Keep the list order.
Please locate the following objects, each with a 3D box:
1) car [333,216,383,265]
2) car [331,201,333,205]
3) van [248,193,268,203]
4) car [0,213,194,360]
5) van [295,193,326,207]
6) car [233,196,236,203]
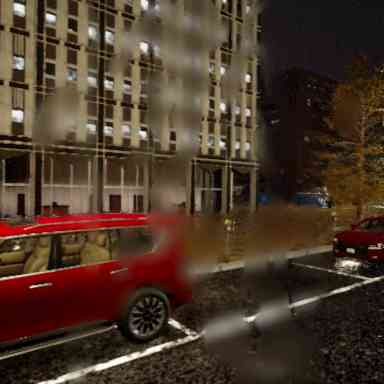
[{"bbox_3d":[6.573,1.492,11.233,4.507,1.381,1.887,0,1,-35],"label":"car"},{"bbox_3d":[21.923,1.365,47.474,1.947,1.339,4.313,1,-1,-36],"label":"car"},{"bbox_3d":[12.086,1.094,61.207,1.690,1.788,3.998,1,-1,-36],"label":"van"},{"bbox_3d":[-2.291,1.311,4.903,5.009,1.841,2.192,0,1,-35],"label":"car"},{"bbox_3d":[15.116,1.023,42.594,1.690,1.788,3.998,1,-1,-36],"label":"van"},{"bbox_3d":[5.276,0.951,56.325,2.192,1.841,5.009,1,-1,-36],"label":"car"}]
